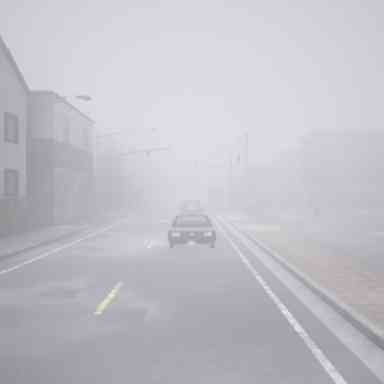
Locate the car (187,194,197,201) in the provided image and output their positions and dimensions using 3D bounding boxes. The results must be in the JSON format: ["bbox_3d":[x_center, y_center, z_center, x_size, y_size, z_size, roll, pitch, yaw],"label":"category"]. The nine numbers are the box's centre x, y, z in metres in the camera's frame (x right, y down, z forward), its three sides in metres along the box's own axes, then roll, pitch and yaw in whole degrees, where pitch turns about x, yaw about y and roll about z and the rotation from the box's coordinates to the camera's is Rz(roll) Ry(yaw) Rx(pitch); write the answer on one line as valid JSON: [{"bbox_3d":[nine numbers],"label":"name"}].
[{"bbox_3d":[0.000,1.367,79.847,2.128,1.511,4.902,0,0,0],"label":"car"}]

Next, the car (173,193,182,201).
[{"bbox_3d":[-3.500,1.168,81.706,2.150,2.045,5.566,0,0,0],"label":"car"}]

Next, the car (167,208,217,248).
[{"bbox_3d":[0.000,1.614,14.680,1.895,1.301,4.718,0,0,0],"label":"car"}]

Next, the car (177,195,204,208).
[{"bbox_3d":[0.000,1.364,29.620,2.097,1.767,4.553,0,0,0],"label":"car"}]
